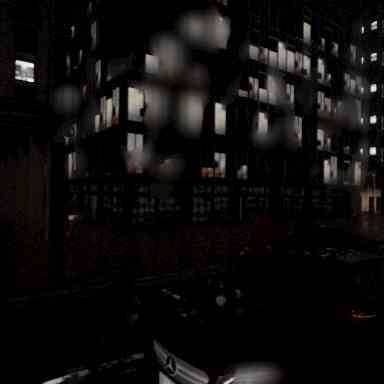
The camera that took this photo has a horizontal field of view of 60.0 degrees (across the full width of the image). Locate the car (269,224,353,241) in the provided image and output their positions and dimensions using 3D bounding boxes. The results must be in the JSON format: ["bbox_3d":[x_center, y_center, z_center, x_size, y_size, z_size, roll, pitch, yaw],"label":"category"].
[{"bbox_3d":[3.142,1.572,8.787,4.507,1.381,1.887,0,1,-35],"label":"car"}]

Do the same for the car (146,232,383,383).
[{"bbox_3d":[1.671,1.540,4.445,4.674,1.442,1.812,0,0,-36],"label":"car"}]
